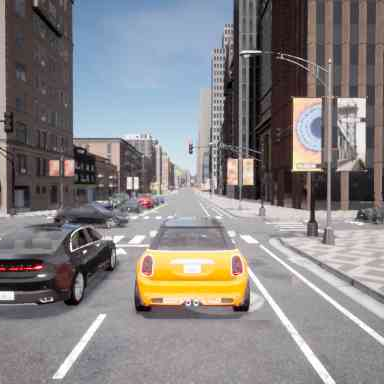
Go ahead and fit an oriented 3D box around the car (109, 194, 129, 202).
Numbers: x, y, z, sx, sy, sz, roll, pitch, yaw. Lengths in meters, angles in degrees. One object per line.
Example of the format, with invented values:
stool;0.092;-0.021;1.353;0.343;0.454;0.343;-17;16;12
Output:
car;-9.846;1.243;45.319;2.150;2.045;5.566;0;0;1

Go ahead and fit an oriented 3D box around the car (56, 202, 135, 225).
car;-6.280;1.529;20.960;4.674;1.442;1.812;0;0;4

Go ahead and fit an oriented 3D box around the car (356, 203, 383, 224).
car;13.985;1.470;23.556;4.181;1.385;1.994;0;1;0

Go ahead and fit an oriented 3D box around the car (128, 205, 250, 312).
car;0.010;1.351;7.887;2.097;1.767;4.553;0;0;0

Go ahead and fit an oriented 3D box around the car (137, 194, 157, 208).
car;-6.602;1.244;45.996;2.150;2.045;5.566;0;0;1

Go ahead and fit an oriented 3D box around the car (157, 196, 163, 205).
car;-6.587;1.591;55.969;1.994;1.385;4.181;0;0;0

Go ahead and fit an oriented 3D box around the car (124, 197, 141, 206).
car;-9.821;1.591;55.277;1.994;1.385;4.181;0;0;2

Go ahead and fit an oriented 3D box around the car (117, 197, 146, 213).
car;-6.603;1.580;36.719;1.994;1.385;4.181;0;0;0

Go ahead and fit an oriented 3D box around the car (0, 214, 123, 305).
car;-3.154;1.504;8.031;1.837;1.490;4.892;0;0;0

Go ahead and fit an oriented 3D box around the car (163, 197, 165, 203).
car;-6.535;1.507;66.042;1.882;1.535;5.008;0;0;1

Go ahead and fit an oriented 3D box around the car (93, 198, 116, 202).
car;-9.852;1.616;35.559;1.895;1.301;4.718;0;0;0
